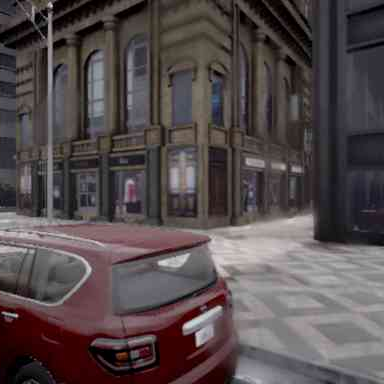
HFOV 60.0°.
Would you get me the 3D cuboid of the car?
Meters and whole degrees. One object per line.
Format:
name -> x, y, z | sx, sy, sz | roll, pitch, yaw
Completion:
car -> -1.835, 1.319, 4.273 | 5.009, 1.841, 2.192 | 0, 0, 36
